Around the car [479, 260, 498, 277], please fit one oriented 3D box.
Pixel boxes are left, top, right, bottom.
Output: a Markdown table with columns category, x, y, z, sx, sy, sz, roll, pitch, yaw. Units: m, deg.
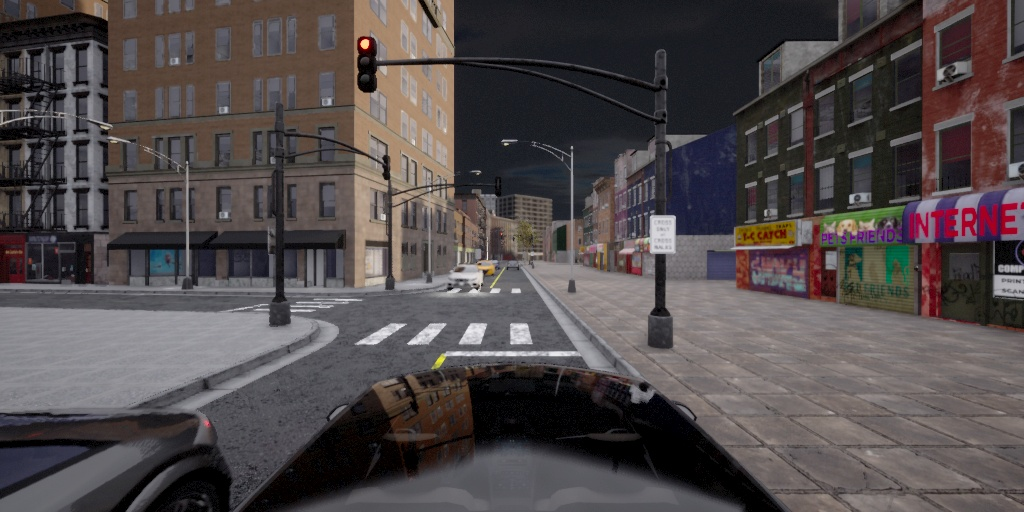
| category | x | y | z | sx | sy | sz | roll | pitch | yaw |
| --- | --- | --- | --- | --- | --- | --- | --- | --- | --- |
| car | -2.769 | 1.234 | 36.346 | 1.882 | 1.535 | 5.008 | 0 | 1 | 0 |

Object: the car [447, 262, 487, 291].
| category | x | y | z | sx | sy | sz | roll | pitch | yaw |
| --- | --- | --- | --- | --- | --- | --- | --- | --- | --- |
| car | -2.804 | 1.278 | 22.288 | 1.812 | 1.442 | 4.674 | 0 | 0 | 0 |

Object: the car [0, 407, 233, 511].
| category | x | y | z | sx | sy | sz | roll | pitch | yaw |
| --- | --- | --- | --- | --- | --- | --- | --- | --- | --- |
| car | -2.857 | 1.314 | 0.640 | 1.994 | 1.385 | 4.181 | 0 | 0 | 0 |

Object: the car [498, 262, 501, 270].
| category | x | y | z | sx | sy | sz | roll | pitch | yaw |
| --- | --- | --- | --- | --- | --- | --- | --- | --- | --- |
| car | -2.707 | 1.288 | 52.522 | 1.812 | 1.442 | 4.674 | 0 | 0 | 1 |

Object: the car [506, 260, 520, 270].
| category | x | y | z | sx | sy | sz | roll | pitch | yaw |
| --- | --- | --- | --- | --- | --- | --- | --- | --- | --- |
| car | 0.120 | 1.310 | 52.780 | 2.033 | 1.411 | 5.357 | 0 | 0 | 0 |
